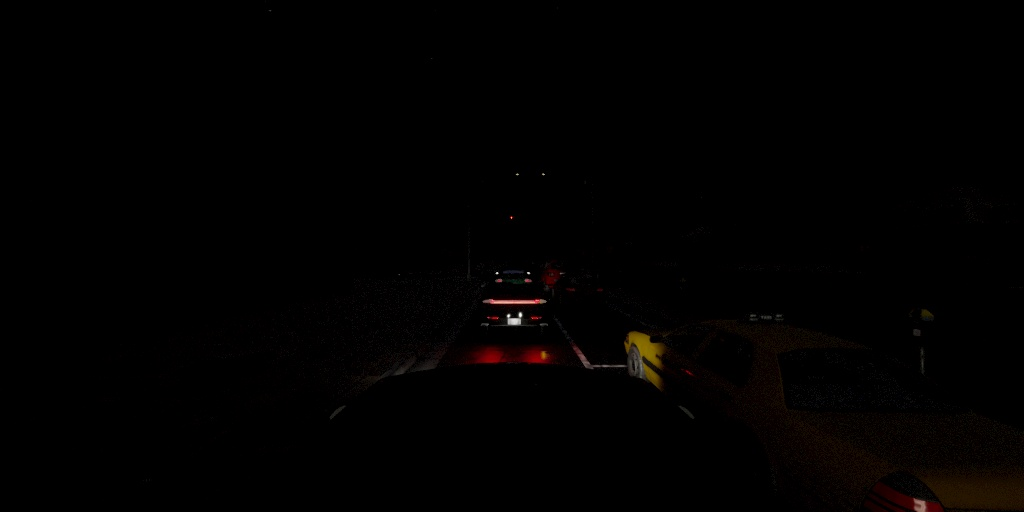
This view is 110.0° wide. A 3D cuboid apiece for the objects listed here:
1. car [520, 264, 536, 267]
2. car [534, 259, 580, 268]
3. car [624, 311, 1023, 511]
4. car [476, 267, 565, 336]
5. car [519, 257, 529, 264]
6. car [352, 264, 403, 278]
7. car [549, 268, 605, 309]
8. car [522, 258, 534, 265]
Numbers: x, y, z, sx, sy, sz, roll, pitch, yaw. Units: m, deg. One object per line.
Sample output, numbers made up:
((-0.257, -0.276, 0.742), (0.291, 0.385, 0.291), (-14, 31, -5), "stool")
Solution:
((0.053, 1.325, 19.337), (1.994, 1.385, 4.181), (0, 0, -1), "car")
((2.663, 1.076, 20.219), (2.192, 1.841, 5.009), (0, 0, 0), "car")
((2.642, 1.276, 4.042), (1.751, 1.417, 4.829), (0, 0, 0), "car")
((0.077, 1.245, 10.393), (2.128, 1.511, 4.902), (0, 0, 1), "car")
((2.721, 1.403, 62.960), (1.888, 1.381, 4.507), (0, 0, 0), "car")
((-12.207, 1.343, 31.807), (4.718, 1.301, 1.895), (0, -1, 0), "car")
((2.656, 1.338, 14.770), (1.802, 1.307, 4.207), (0, 0, 0), "car")
((2.699, 1.356, 46.648), (1.888, 1.381, 4.507), (0, 0, 0), "car")
